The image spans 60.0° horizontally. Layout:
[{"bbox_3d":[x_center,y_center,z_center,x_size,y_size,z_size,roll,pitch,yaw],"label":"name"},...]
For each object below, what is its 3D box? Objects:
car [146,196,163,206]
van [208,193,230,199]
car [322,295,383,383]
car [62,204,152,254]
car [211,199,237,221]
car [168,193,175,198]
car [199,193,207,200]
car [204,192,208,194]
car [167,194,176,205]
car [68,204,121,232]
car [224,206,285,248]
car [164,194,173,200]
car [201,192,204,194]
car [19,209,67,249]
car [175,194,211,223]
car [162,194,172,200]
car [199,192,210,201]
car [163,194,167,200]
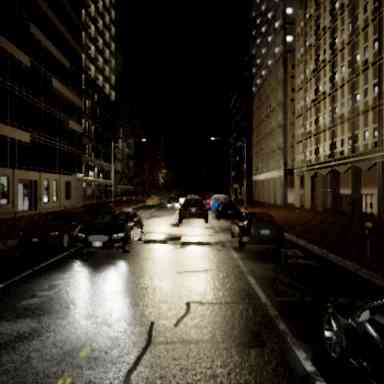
[{"bbox_3d":[-5.695,1.297,48.289,1.752,1.417,4.829,0,0,0],"label":"car"},{"bbox_3d":[2.688,1.199,31.374,1.690,1.788,3.998,0,0,0],"label":"van"},{"bbox_3d":[2.692,1.553,2.913,1.947,1.339,4.313,0,0,0],"label":"car"},{"bbox_3d":[-3.103,1.433,13.364,2.128,1.511,4.902,0,0,0],"label":"car"},{"bbox_3d":[2.689,1.451,25.681,1.947,1.339,4.313,0,0,0],"label":"car"},{"bbox_3d":[-5.702,1.094,93.997,1.802,1.307,4.206,0,0,0],"label":"car"},{"bbox_3d":[2.681,1.105,82.772,1.752,1.417,4.829,0,0,0],"label":"car"},{"bbox_3d":[2.685,1.025,59.833,2.192,1.841,5.009,0,0,0],"label":"car"},{"bbox_3d":[-3.072,1.285,54.536,2.033,1.411,5.357,0,0,1],"label":"car"},{"bbox_3d":[-5.692,1.478,19.997,1.947,1.339,4.313,0,0,0],"label":"car"},{"bbox_3d":[2.690,1.503,14.297,1.947,1.339,4.313,0,0,0],"label":"car"},{"bbox_3d":[-5.700,1.147,82.614,1.947,1.339,4.313,0,0,0],"label":"car"},{"bbox_3d":[0.094,1.158,41.580,2.097,1.767,4.553,0,0,0],"label":"car"},{"bbox_3d":[-5.690,1.482,14.304,1.887,1.381,4.507,0,0,0],"label":"car"},{"bbox_3d":[0.096,1.243,24.819,2.097,1.767,4.553,0,0,0],"label":"car"},{"bbox_3d":[-5.699,1.165,76.922,2.008,1.369,4.403,0,0,0],"label":"car"},{"bbox_3d":[2.683,0.962,71.218,2.192,1.841,5.009,0,0,0],"label":"car"},{"bbox_3d":[-5.696,1.291,54.153,2.008,1.369,4.403,0,0,0],"label":"car"}]
